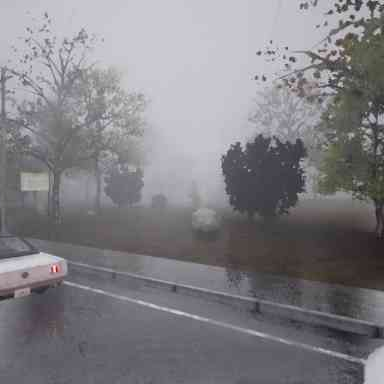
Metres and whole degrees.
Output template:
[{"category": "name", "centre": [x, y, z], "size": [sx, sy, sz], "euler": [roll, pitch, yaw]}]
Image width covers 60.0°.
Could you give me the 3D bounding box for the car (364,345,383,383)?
[{"category": "car", "centre": [3.410, 1.526, 1.577], "size": [4.674, 1.442, 1.812], "euler": [0, 0, 35]}]

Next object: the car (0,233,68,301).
[{"category": "car", "centre": [-4.991, 1.601, 7.547], "size": [4.718, 1.301, 1.895], "euler": [0, 0, 35]}]
